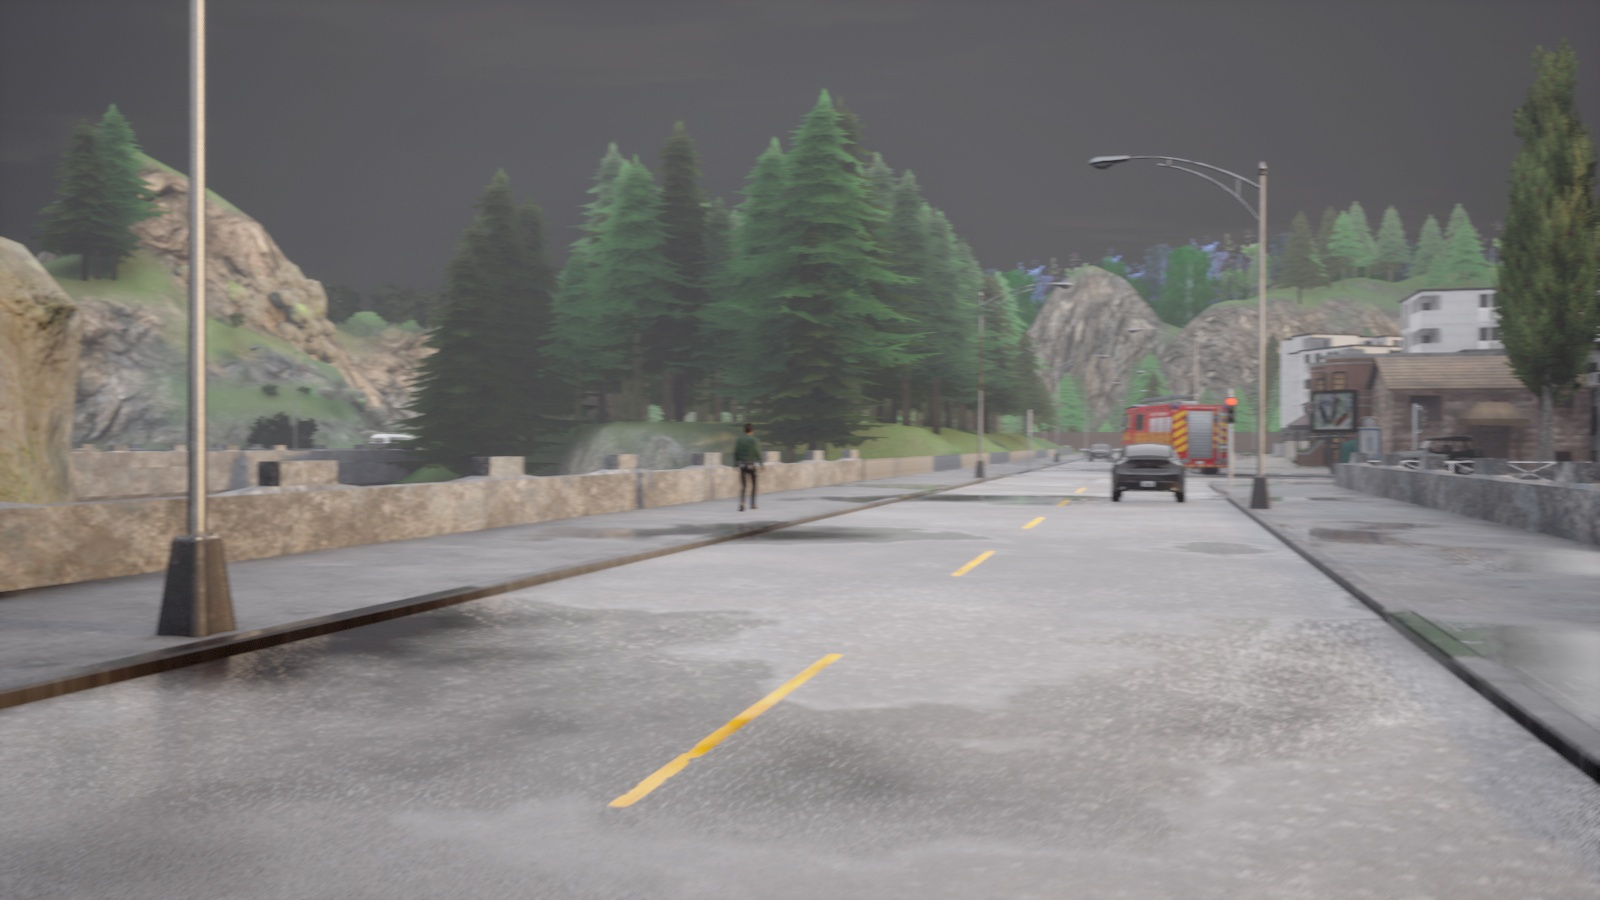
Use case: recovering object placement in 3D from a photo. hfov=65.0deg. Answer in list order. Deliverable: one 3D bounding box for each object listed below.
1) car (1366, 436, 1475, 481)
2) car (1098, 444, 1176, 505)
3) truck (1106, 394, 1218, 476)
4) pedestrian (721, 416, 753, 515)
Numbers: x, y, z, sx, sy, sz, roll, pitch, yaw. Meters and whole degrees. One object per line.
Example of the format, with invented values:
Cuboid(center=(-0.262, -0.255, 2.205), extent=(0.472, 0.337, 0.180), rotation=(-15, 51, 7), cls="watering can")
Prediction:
Cuboid(center=(26.392, 0.348, 53.571), extent=(3.866, 1.878, 1.905), rotation=(0, 0, 15), cls="car")
Cuboid(center=(8.964, 0.594, 33.420), extent=(1.837, 1.490, 4.892), rotation=(0, 0, 15), cls="car")
Cuboid(center=(18.092, -0.711, 63.418), extent=(2.891, 3.827, 8.468), rotation=(1, 0, -2), cls="truck")
Cuboid(center=(-1.262, 0.299, 25.262), extent=(0.423, 1.949, 0.788), rotation=(0, 0, 16), cls="pedestrian")
